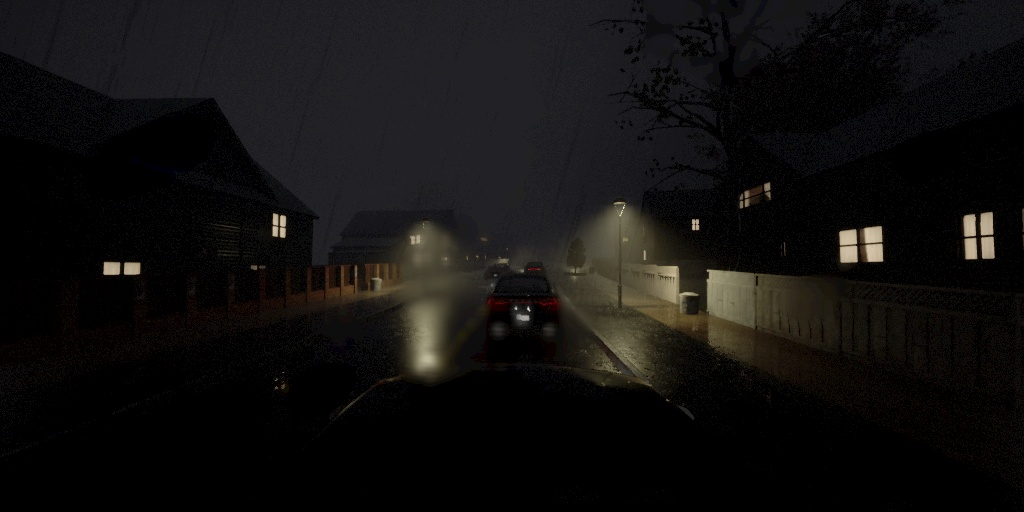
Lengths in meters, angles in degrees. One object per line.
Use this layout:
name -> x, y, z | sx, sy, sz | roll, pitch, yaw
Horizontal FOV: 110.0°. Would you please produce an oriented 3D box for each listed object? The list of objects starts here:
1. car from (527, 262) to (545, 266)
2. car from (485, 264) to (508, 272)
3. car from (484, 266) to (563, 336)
car -> 2.101, 1.248, 31.436 | 1.837, 1.490, 4.892 | 0, 0, 7
car -> -1.055, 1.323, 29.867 | 1.994, 1.385, 4.181 | 0, 0, 7
car -> 0.345, 1.231, 10.477 | 1.882, 1.535, 5.008 | 0, 0, 2
